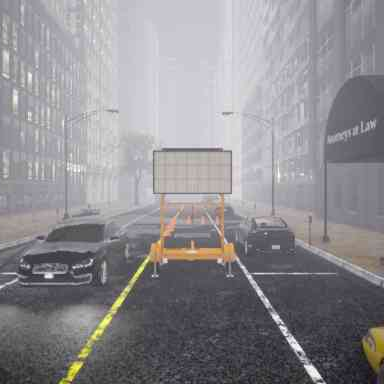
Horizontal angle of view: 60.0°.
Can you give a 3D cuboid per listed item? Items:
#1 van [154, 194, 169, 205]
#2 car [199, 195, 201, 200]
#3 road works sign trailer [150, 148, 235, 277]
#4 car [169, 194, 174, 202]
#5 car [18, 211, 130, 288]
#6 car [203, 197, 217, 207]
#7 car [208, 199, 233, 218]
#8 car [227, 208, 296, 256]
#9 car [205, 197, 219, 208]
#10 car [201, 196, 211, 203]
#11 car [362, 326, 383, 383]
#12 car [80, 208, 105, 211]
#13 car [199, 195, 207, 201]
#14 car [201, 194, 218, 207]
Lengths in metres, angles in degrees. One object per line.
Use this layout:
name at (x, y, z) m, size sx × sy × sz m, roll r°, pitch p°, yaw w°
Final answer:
van at (-5.579, 1.315, 58.529) m, size 1.690 × 1.788 × 3.998 m, roll 0°, pitch 0°, yaw 0°
car at (2.802, 1.289, 58.507) m, size 2.192 × 1.841 × 5.009 m, roll 0°, pitch 0°, yaw 0°
road works sign trailer at (0.018, 0.463, 10.214) m, size 2.380 × 3.560 × 2.880 m, roll 0°, pitch 0°, yaw 0°
car at (-5.554, 1.514, 69.923) m, size 2.008 × 1.369 × 4.403 m, roll 0°, pitch 0°, yaw 0°
car at (-2.984, 1.503, 9.375) m, size 1.837 × 1.490 × 4.892 m, roll 0°, pitch 0°, yaw 0°
car at (2.791, 1.524, 52.808) m, size 1.887 × 1.381 × 4.507 m, roll 0°, pitch 0°, yaw 0°
car at (2.745, 1.559, 30.016) m, size 1.947 × 1.339 × 4.313 m, roll 0°, pitch 0°, yaw 0°
car at (2.710, 1.549, 12.922) m, size 2.008 × 1.369 × 4.403 m, roll 0°, pitch 0°, yaw 0°
car at (2.757, 1.535, 35.714) m, size 1.887 × 1.381 × 4.507 m, roll 0°, pitch 0°, yaw 0°
car at (2.826, 1.508, 69.904) m, size 1.887 × 1.381 × 4.507 m, roll 0°, pitch 0°, yaw 0°
car at (2.687, 1.525, 1.697) m, size 1.752 × 1.417 × 4.829 m, roll 0°, pitch 0°, yaw 0°
car at (-5.659, 1.579, 18.643) m, size 1.802 × 1.307 × 4.206 m, roll 0°, pitch 0°, yaw 0°
car at (2.862, 1.466, 87.169) m, size 1.752 × 1.417 × 4.829 m, roll 0°, pitch 0°, yaw 0°
car at (2.779, 1.299, 47.111) m, size 2.192 × 1.841 × 5.009 m, roll 0°, pitch 0°, yaw 0°
